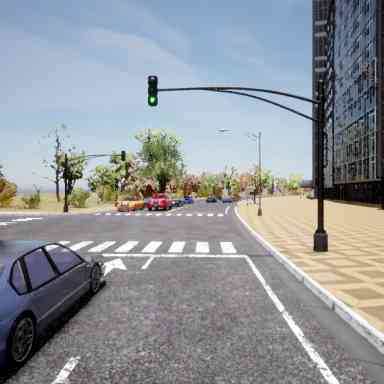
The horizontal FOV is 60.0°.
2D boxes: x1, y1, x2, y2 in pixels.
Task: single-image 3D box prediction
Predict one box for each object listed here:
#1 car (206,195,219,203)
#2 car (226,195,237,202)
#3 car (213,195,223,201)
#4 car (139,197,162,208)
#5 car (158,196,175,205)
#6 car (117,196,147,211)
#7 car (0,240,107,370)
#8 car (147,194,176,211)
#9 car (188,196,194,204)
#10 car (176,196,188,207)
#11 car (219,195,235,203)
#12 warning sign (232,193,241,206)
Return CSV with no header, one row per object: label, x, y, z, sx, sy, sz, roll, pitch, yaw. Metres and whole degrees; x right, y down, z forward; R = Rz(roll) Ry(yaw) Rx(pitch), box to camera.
car,4.217,1.559,70.759,1.994,1.385,4.181,0,0,12
car,9.650,1.545,80.338,2.128,1.511,4.902,0,0,14
car,6.340,1.392,80.466,1.812,1.442,4.674,0,0,14
car,-6.135,1.548,49.410,2.033,1.411,5.357,0,0,8
car,-4.502,1.507,59.693,1.837,1.490,4.892,0,0,10
car,-7.371,1.350,40.021,2.097,1.767,4.553,0,0,8
car,-3.035,1.547,5.651,2.033,1.411,5.357,0,0,1
car,-3.896,1.221,41.441,2.150,2.045,5.566,0,0,7
car,-0.817,1.532,61.878,1.812,1.442,4.674,0,0,10
car,-2.524,1.494,51.613,2.128,1.511,4.902,0,0,8
car,7.496,1.561,70.037,2.033,1.411,5.357,0,0,12
warning sign,6.478,1.122,48.189,1.300,1.860,1.060,0,0,8
